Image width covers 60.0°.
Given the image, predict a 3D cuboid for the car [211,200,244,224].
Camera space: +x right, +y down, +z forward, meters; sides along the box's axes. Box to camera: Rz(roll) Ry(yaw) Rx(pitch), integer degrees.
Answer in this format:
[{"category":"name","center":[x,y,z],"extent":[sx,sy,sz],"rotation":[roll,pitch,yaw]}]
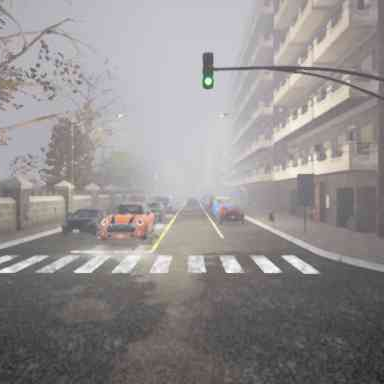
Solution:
[{"category":"car","center":[2.689,1.517,24.106],"extent":[1.887,1.381,4.507],"rotation":[0,0,0]}]

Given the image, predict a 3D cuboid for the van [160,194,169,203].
[{"category":"van","center":[-5.699,1.304,69.147],"extent":[1.690,1.788,3.998],"rotation":[0,0,0]}]

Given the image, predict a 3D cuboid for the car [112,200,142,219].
[{"category":"car","center":[-5.692,1.493,29.566],"extent":[1.752,1.417,4.829],"rotation":[0,0,0]}]

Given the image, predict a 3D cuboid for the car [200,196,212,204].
[{"category":"car","center":[2.682,1.512,63.518],"extent":[2.008,1.369,4.403],"rotation":[0,0,0]}]

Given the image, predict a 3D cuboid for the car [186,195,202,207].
[{"category":"car","center":[0.096,1.525,48.807],"extent":[1.994,1.385,4.181],"rotation":[0,0,0]}]

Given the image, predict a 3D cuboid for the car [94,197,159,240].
[{"category":"car","center":[-3.102,1.331,16.730],"extent":[2.097,1.767,4.553],"rotation":[0,0,0]}]

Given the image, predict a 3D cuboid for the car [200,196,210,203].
[{"category":"car","center":[2.681,1.508,69.148],"extent":[1.887,1.381,4.507],"rotation":[0,0,0]}]

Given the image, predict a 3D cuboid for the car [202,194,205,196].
[{"category":"car","center":[2.684,1.505,52.257],"extent":[1.887,1.381,4.507],"rotation":[0,0,0]}]

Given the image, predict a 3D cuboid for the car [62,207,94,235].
[{"category":"car","center":[-5.690,1.543,18.475],"extent":[1.947,1.339,4.313],"rotation":[0,0,0]}]

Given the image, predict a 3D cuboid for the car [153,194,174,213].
[{"category":"car","center":[-3.099,1.317,35.561],"extent":[2.097,1.767,4.553],"rotation":[0,0,0]}]

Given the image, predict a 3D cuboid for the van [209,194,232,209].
[{"category":"van","center":[2.689,1.309,29.737],"extent":[1.690,1.788,3.998],"rotation":[0,0,0]}]

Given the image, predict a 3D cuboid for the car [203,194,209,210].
[{"category":"car","center":[2.687,1.403,40.997],"extent":[1.967,1.590,4.097],"rotation":[0,0,0]}]

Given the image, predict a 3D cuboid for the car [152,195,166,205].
[{"category":"car","center":[-5.696,1.400,57.886],"extent":[1.967,1.590,4.097],"rotation":[0,0,0]}]

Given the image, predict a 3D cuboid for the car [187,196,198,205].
[{"category":"car","center":[0.059,1.486,58.791],"extent":[1.812,1.442,4.674],"rotation":[0,0,0]}]

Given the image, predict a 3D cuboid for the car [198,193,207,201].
[{"category":"car","center":[2.678,1.292,86.038],"extent":[2.192,1.841,5.009],"rotation":[0,0,0]}]

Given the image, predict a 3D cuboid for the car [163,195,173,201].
[{"category":"car","center":[-5.701,1.521,80.406],"extent":[2.008,1.369,4.403],"rotation":[0,0,0]}]

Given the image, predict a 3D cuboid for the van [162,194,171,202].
[{"category":"van","center":[-5.699,1.307,74.776],"extent":[1.690,1.788,3.998],"rotation":[0,0,0]}]

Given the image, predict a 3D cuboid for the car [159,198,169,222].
[{"category":"car","center":[-3.101,1.476,25.927],"extent":[1.837,1.490,4.892],"rotation":[0,0,0]}]

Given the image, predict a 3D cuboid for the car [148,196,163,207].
[{"category":"car","center":[-5.696,1.400,52.257],"extent":[1.967,1.590,4.097],"rotation":[0,0,0]}]

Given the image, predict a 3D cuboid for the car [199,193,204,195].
[{"category":"car","center":[2.684,1.276,57.887],"extent":[2.192,1.841,5.009],"rotation":[0,0,0]}]

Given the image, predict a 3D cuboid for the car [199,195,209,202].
[{"category":"car","center":[2.681,1.406,74.777],"extent":[1.967,1.590,4.097],"rotation":[0,0,0]}]

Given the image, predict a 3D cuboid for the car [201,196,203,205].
[{"category":"car","center":[2.685,1.512,46.627],"extent":[2.008,1.369,4.403],"rotation":[0,0,0]}]

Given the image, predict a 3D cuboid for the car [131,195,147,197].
[{"category":"car","center":[-5.693,1.280,35.366],"extent":[2.192,1.841,5.009],"rotation":[0,0,0]}]
